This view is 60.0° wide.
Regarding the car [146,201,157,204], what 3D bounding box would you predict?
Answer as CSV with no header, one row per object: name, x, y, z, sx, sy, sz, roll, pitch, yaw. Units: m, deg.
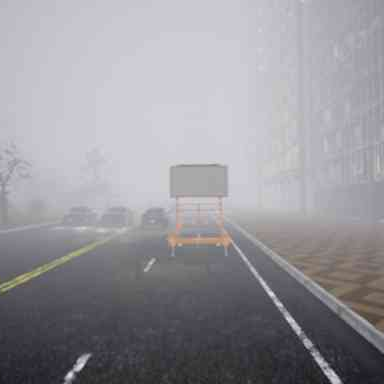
car,-8.413,2.631,69.408,2.033,1.411,5.357,0,-1,1

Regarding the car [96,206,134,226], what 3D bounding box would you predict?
car,-6.049,1.882,27.500,1.882,1.535,5.008,0,-1,1

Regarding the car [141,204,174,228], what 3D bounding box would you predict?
car,-2.651,1.868,25.012,1.812,1.442,4.674,0,-1,1

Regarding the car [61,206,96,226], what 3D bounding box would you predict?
car,-9.291,1.938,27.892,1.837,1.490,4.892,0,-1,1

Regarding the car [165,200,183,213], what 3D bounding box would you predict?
car,-2.228,2.228,47.349,2.033,1.411,5.357,0,-1,1

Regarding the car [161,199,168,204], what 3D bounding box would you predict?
car,-5.180,2.417,68.594,2.097,1.767,4.553,0,-1,1

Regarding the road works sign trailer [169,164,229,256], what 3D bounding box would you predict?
road works sign trailer,0.287,0.632,13.874,2.380,3.560,2.880,0,-1,1
